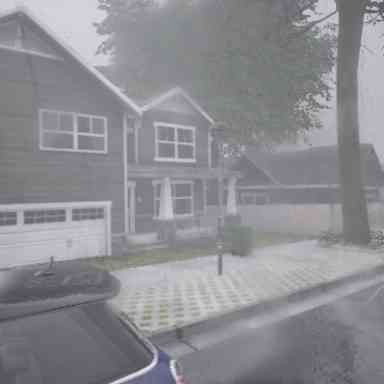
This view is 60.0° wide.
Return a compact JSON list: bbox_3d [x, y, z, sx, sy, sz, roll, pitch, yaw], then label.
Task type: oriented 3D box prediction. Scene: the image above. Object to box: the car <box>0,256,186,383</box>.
[{"bbox_3d":[-2.188,1.363,1.625,4.553,1.767,2.097,0,0,-36],"label":"car"}]
